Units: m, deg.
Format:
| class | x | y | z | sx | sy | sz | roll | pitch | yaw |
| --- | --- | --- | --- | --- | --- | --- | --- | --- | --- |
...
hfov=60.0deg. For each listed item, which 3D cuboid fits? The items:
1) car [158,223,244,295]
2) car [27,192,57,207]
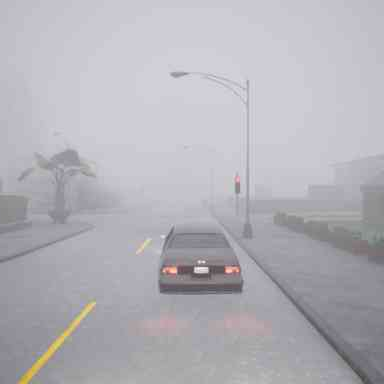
| class | x | y | z | sx | sy | sz | roll | pitch | yaw |
| --- | --- | --- | --- | --- | --- | --- | --- | --- | --- |
| car | 0.109 | 1.547 | 8.902 | 2.033 | 1.411 | 5.357 | 0 | 0 | -2 |
| car | -19.782 | 0.986 | 43.806 | 1.905 | 1.878 | 3.866 | 0 | 0 | 35 |
